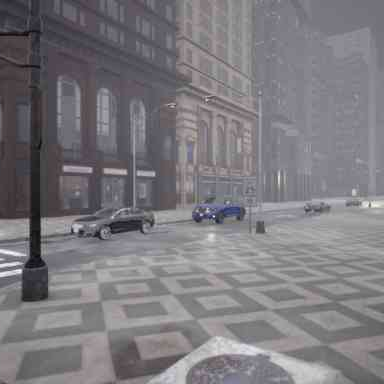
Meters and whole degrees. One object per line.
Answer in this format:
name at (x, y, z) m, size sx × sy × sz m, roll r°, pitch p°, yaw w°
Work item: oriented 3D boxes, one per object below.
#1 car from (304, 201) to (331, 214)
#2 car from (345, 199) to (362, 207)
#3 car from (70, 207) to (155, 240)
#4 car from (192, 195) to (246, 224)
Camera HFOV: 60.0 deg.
car at (14.167, 1.712, 37.279) m, size 1.895 × 1.301 × 4.718 m, roll 0°, pitch 0°, yaw 36°
car at (26.717, 1.767, 54.821) m, size 1.895 × 1.301 × 4.718 m, roll 0°, pitch 0°, yaw 35°
car at (-3.990, 1.531, 17.405) m, size 2.128 × 1.511 × 4.902 m, roll 0°, pitch 0°, yaw 34°
car at (2.258, 1.294, 26.131) m, size 2.150 × 2.045 × 5.566 m, roll 0°, pitch 0°, yaw 35°
